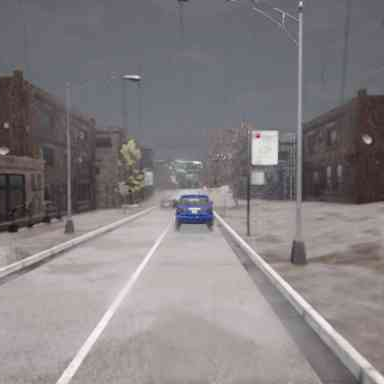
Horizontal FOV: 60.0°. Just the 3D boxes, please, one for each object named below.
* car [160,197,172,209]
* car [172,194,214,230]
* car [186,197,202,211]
[{"bbox_3d":[-2.937,1.360,41.789,2.128,1.511,4.902,0,0,0],"label":"car"},{"bbox_3d":[0.148,1.160,20.606,2.150,2.045,5.566,0,0,0],"label":"car"},{"bbox_3d":[0.234,1.404,38.939,1.812,1.442,4.674,0,0,0],"label":"car"}]
